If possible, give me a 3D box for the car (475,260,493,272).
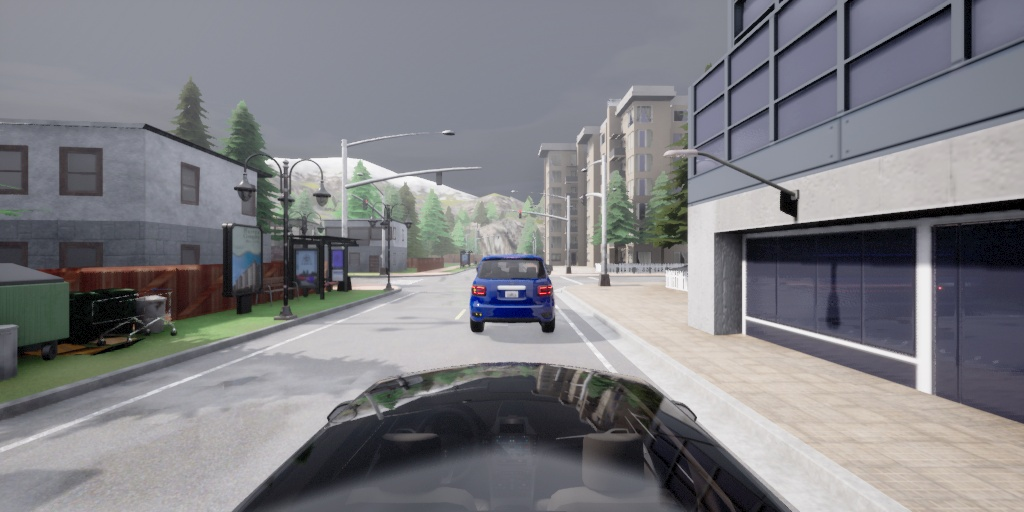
[{"bbox_3d":[-3.598,1.297,47.243,2.033,1.411,5.357,0,0,0],"label":"car"}]

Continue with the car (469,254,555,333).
[{"bbox_3d":[0.051,0.971,10.904,2.150,2.045,5.566,0,0,1],"label":"car"}]

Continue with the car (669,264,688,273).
[{"bbox_3d":[16.501,1.270,31.822,4.892,1.490,1.837,0,0,-2],"label":"car"}]
